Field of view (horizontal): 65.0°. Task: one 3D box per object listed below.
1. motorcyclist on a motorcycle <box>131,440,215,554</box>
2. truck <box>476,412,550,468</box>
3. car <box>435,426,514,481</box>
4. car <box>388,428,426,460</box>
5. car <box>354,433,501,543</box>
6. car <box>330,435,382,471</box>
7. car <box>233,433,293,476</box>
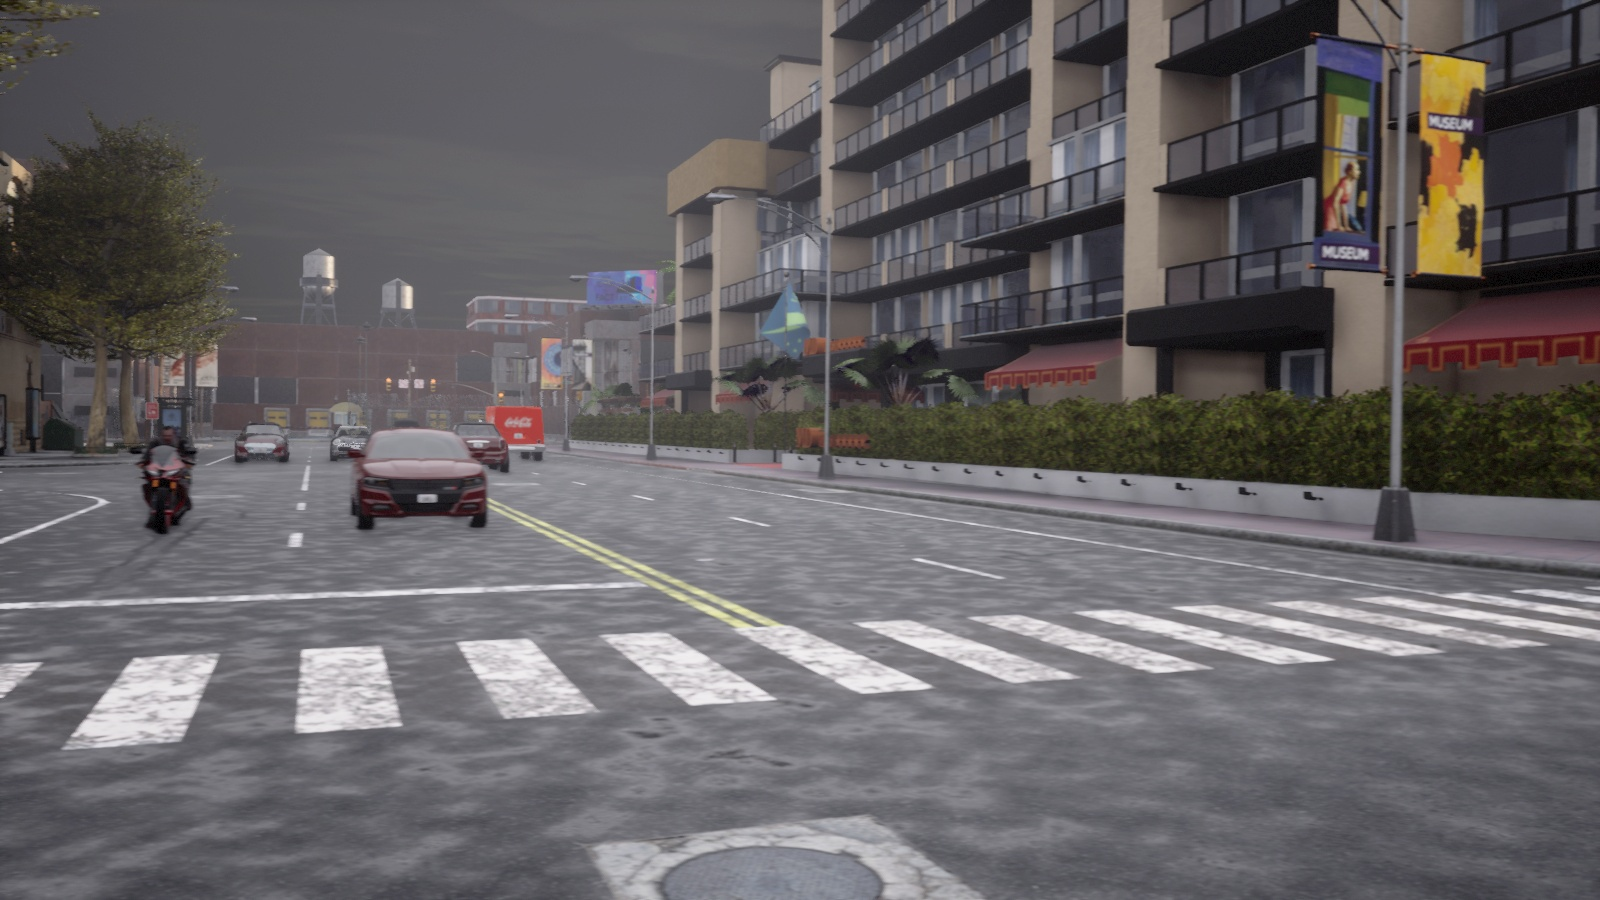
[{"bbox_3d":[-9.113,0.633,18.323,0.866,1.530,2.191,-1,1,-21],"label":"motorcyclist on a motorcycle"},{"bbox_3d":[-13.519,-0.500,58.838,2.627,2.467,5.204,-1,1,-21],"label":"truck"},{"bbox_3d":[-11.308,0.072,43.418,2.097,1.767,4.553,-1,1,-21],"label":"car"},{"bbox_3d":[-23.533,-0.373,75.060,1.905,1.878,3.866,-1,1,-21],"label":"car"},{"bbox_3d":[-6.183,0.510,20.442,1.882,1.535,5.008,-1,1,-21],"label":"car"},{"bbox_3d":[-18.931,0.098,53.472,1.970,1.475,3.806,-1,1,-20],"label":"car"},{"bbox_3d":[-21.752,0.133,51.032,2.033,1.649,4.856,-1,1,-21],"label":"car"}]
